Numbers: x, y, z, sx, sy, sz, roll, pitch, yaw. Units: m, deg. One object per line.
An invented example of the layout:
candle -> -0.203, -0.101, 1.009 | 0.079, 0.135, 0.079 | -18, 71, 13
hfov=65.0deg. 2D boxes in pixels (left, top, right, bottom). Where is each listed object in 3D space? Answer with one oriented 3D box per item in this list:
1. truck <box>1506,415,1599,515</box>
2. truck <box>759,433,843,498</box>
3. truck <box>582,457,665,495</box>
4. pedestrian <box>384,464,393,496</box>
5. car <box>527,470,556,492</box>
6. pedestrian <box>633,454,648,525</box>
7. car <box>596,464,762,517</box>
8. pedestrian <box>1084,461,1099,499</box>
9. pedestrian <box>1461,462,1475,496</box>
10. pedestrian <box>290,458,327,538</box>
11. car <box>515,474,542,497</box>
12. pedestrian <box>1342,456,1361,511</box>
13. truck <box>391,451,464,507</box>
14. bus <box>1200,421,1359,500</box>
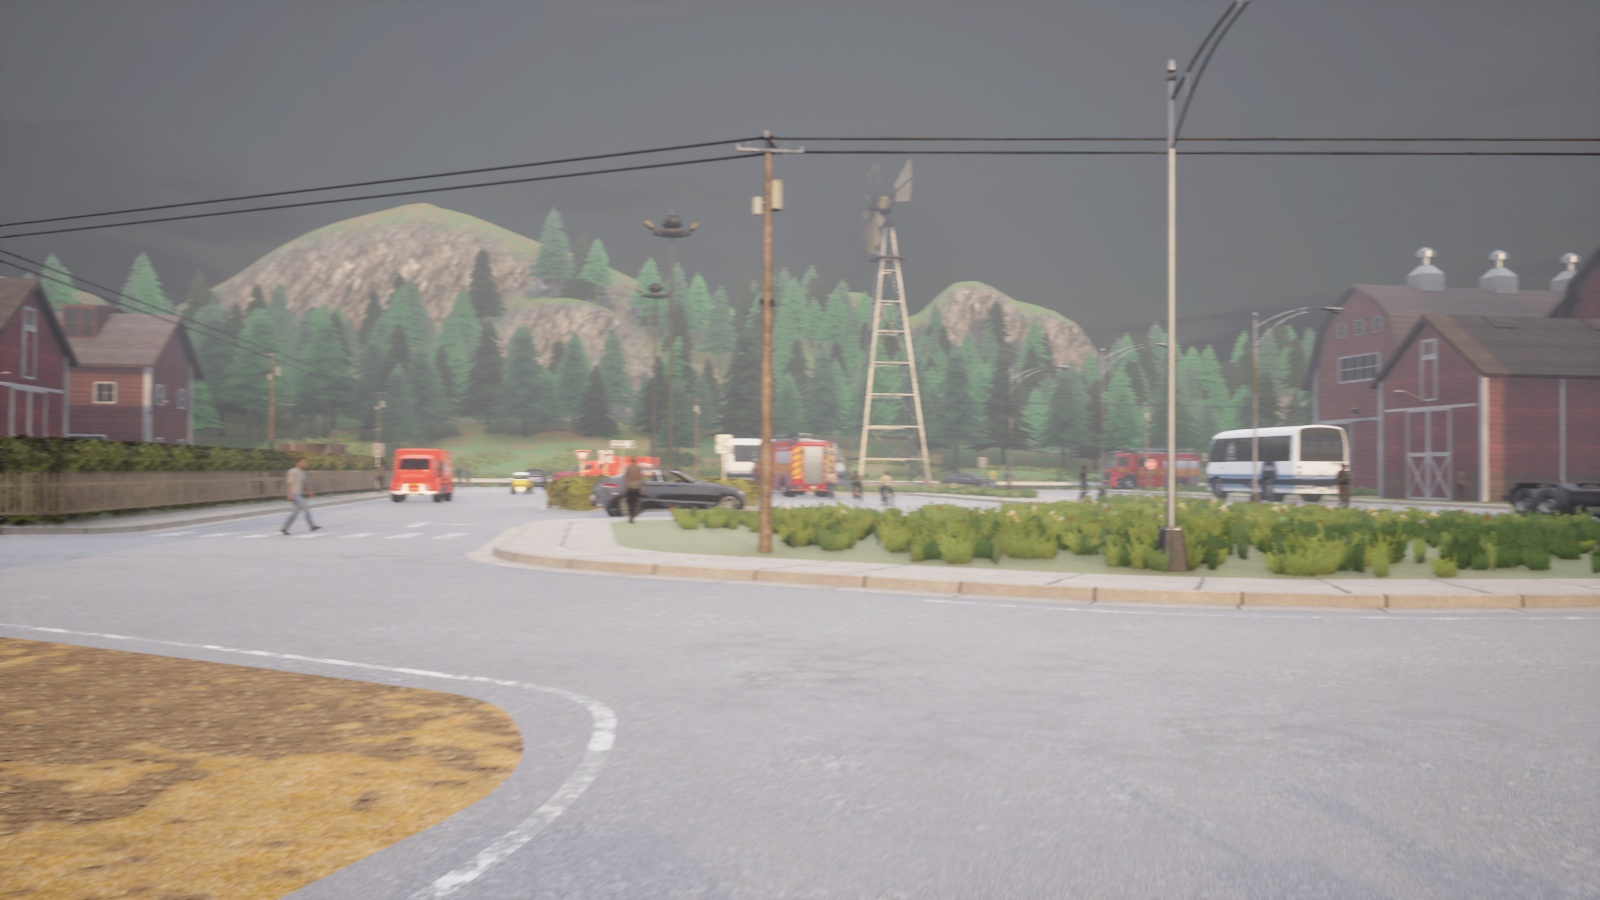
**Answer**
truck -> 29.017, 0.540, 44.219 | 2.891, 3.462, 7.936 | 0, -1, -10
truck -> -0.088, 0.973, 78.638 | 2.891, 3.827, 8.468 | 0, -1, -17
truck -> -11.818, 1.753, 84.078 | 5.204, 2.467, 2.627 | 0, -1, -15
pedestrian -> -23.417, 1.702, 71.447 | 0.328, 1.805, 0.869 | 0, -1, -9
car -> -19.863, 2.394, 96.676 | 2.033, 1.649, 4.856 | 0, -2, -10
pedestrian -> -4.171, 1.027, 32.795 | 0.331, 1.846, 0.634 | 0, -1, -14
car -> -3.990, 1.292, 41.225 | 5.027, 1.651, 2.152 | 0, -1, -20
pedestrian -> 14.775, 1.520, 63.661 | 0.402, 1.930, 0.666 | 1, -1, -31
pedestrian -> 35.090, 1.527, 65.957 | 0.328, 1.805, 0.869 | 0, -1, 7
pedestrian -> -11.324, 1.102, 28.940 | 0.706, 1.836, 0.354 | 0, -1, 6
car -> -16.941, 2.211, 78.402 | 1.481, 1.376, 2.207 | 0, -1, -9
pedestrian -> 19.723, 1.201, 44.918 | 0.395, 1.930, 0.692 | 0, -1, 5
truck -> -17.382, 1.340, 58.841 | 2.627, 2.467, 5.204 | 0, -1, -9
bus -> 27.614, 0.633, 73.135 | 3.944, 4.253, 10.273 | 0, -1, -10
